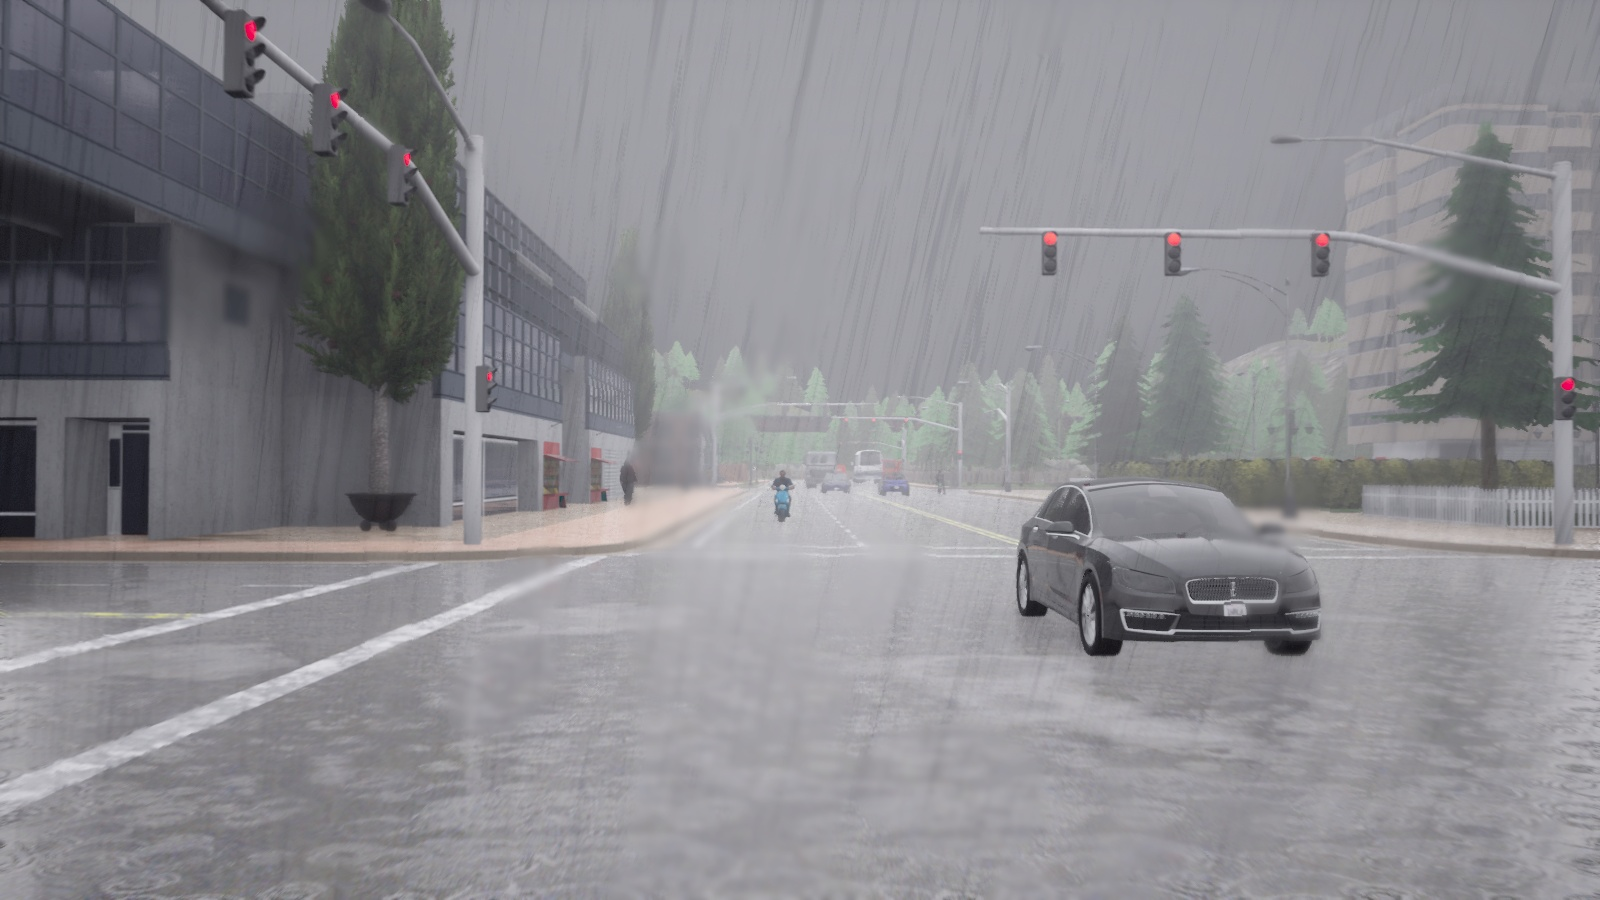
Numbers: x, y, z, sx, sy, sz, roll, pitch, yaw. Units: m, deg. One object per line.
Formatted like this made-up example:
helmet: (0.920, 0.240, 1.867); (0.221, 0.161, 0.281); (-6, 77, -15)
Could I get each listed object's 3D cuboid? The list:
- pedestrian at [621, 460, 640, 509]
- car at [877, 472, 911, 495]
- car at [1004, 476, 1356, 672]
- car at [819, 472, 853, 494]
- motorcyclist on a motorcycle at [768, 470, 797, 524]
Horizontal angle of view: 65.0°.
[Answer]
pedestrian: (-6.462, 1.300, 47.791); (0.634, 1.844, 0.899); (0, -1, -13)
car: (6.087, 2.167, 81.502); (1.816, 1.474, 4.193); (0, -1, -1)
car: (3.343, 1.010, 12.170); (1.837, 1.490, 4.892); (0, -1, -1)
car: (2.522, 2.293, 88.912); (2.163, 1.488, 4.792); (0, -1, -1)
motorcyclist on a motorcycle: (-0.538, 1.413, 38.367); (0.866, 1.590, 1.817); (0, -1, -1)
